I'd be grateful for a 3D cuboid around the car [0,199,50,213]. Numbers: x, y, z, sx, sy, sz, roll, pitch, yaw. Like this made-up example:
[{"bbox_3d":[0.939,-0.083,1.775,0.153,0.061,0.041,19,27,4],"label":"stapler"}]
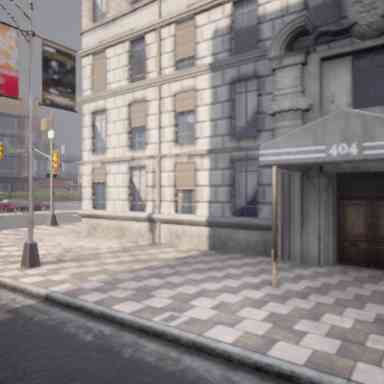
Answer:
[{"bbox_3d":[-18.266,1.581,36.907,1.895,1.301,4.718,0,0,36],"label":"car"}]
